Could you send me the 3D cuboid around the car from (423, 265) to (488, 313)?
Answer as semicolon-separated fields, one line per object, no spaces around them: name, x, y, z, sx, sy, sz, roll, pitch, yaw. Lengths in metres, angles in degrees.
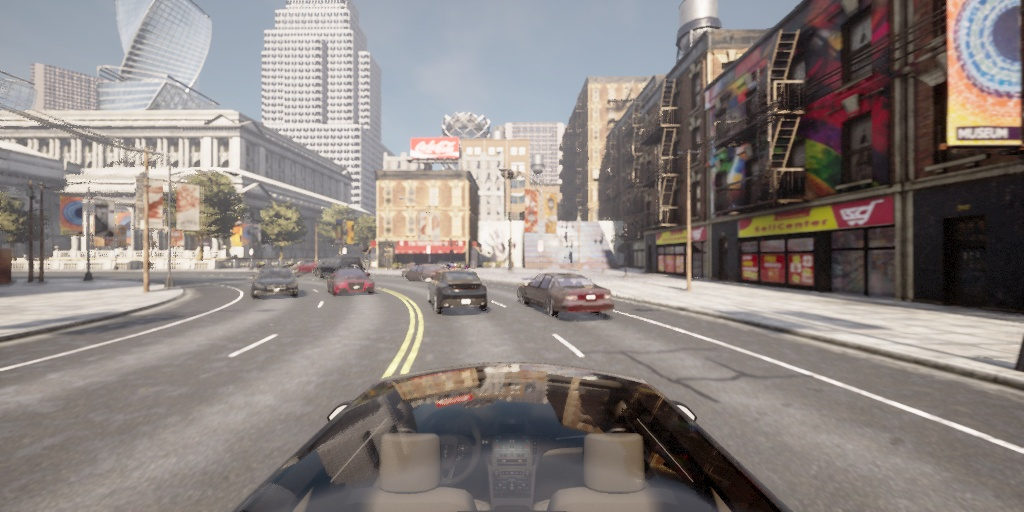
car;-2.309;1.293;14.396;1.837;1.490;4.892;1;0;-18

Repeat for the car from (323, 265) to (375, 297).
car;-8.854;1.377;19.616;1.994;1.385;4.181;0;0;-33

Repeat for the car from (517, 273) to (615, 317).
car;1.740;1.327;13.486;2.033;1.411;5.357;0;0;-16

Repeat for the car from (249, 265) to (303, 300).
car;-12.128;1.320;18.426;1.837;1.490;4.892;1;-1;-34

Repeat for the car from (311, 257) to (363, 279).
car;-15.680;1.081;32.560;5.566;2.045;2.150;0;0;38

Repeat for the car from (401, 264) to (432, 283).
car;-7.177;1.386;29.472;2.033;1.411;5.357;0;0;-42
